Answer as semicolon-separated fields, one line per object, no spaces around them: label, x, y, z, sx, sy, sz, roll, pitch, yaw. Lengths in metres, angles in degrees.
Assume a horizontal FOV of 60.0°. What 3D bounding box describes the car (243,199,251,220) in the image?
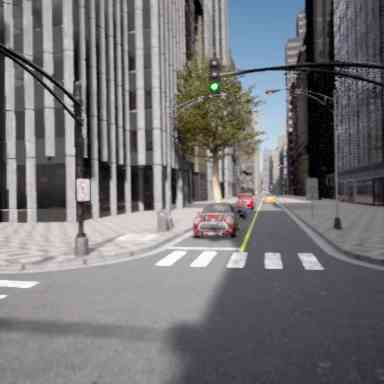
car;3.730;1.587;28.488;1.895;1.301;4.718;-1;0;12

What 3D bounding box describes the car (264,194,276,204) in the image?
car;14.221;1.188;61.113;2.097;1.767;4.553;-1;0;12

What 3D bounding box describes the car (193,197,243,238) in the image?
car;1.406;1.363;17.845;2.097;1.767;4.553;-1;0;11

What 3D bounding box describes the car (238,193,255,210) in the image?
car;6.841;1.174;42.494;2.150;2.045;5.566;-1;0;13
